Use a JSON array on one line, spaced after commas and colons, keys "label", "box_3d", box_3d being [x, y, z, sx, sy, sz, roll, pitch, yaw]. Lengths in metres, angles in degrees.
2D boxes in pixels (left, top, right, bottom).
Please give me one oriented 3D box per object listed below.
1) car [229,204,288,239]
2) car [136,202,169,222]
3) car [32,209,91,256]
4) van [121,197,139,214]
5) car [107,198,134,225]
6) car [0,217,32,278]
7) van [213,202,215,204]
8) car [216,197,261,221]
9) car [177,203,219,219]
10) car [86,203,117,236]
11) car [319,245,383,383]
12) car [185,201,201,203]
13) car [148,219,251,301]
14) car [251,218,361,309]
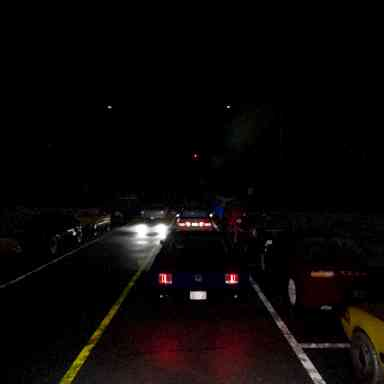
[{"label": "car", "box_3d": [2.786, 1.441, 13.141, 1.967, 1.590, 4.097, 0, 0, 0]}, {"label": "car", "box_3d": [-2.947, 1.612, 26.820, 1.895, 1.301, 4.718, 0, 0, 0]}, {"label": "car", "box_3d": [-5.739, 1.567, 13.159, 1.947, 1.339, 4.313, 0, 0, 0]}, {"label": "van", "box_3d": [-5.706, 1.346, 29.472, 1.690, 1.788, 3.998, 0, 0, 0]}, {"label": "car", "box_3d": [-5.717, 1.443, 24.034, 1.967, 1.590, 4.097, 0, 0, 0]}, {"label": "car", "box_3d": [-5.750, 1.526, 7.552, 1.752, 1.417, 4.829, 0, 0, 0]}, {"label": "van", "box_3d": [2.820, 1.346, 29.454, 1.690, 1.788, 3.998, 0, 0, 0]}, {"label": "car", "box_3d": [2.797, 1.317, 18.579, 2.192, 1.841, 5.009, 0, 0, 0]}, {"label": "car", "box_3d": [0.133, 1.549, 17.885, 2.033, 1.411, 5.357, 0, 0, 0]}, {"label": "car", "box_3d": [-5.728, 1.527, 18.427, 1.752, 1.417, 4.829, 0, 0, 0]}, {"label": "car", "box_3d": [2.765, 1.525, 2.436, 1.752, 1.417, 4.829, 0, 0, 0]}, {"label": "car", "box_3d": [0.053, 1.482, 27.712, 1.882, 1.535, 5.008, 0, 0, 0]}, {"label": "car", "box_3d": [0.117, 1.601, 8.294, 1.895, 1.301, 4.718, 0, 0, 0]}, {"label": "car", "box_3d": [2.775, 1.545, 7.704, 1.887, 1.381, 4.507, 0, 0, 0]}]
